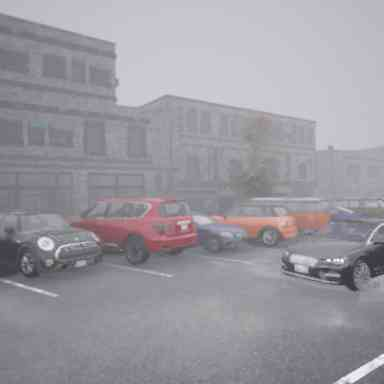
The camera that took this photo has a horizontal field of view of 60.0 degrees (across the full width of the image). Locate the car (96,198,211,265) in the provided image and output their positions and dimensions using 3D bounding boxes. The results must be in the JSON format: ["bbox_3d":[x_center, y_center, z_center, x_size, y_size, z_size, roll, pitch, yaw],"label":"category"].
[{"bbox_3d":[-2.429,1.235,11.894,5.566,2.045,2.435,-1,-1,35],"label":"car"}]

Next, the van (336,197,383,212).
[{"bbox_3d":[9.637,1.279,20.335,4.442,1.987,1.878,-1,-1,34],"label":"van"}]

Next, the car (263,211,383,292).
[{"bbox_3d":[4.493,1.493,9.033,4.902,1.511,2.128,0,0,-35],"label":"car"}]

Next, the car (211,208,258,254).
[{"bbox_3d":[-0.013,1.527,13.584,4.674,1.452,2.002,-1,-1,35],"label":"car"}]

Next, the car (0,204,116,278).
[{"bbox_3d":[-4.813,1.359,10.202,4.553,1.767,2.185,-1,-1,34],"label":"car"}]

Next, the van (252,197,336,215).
[{"bbox_3d":[4.663,1.270,17.052,4.442,1.987,1.878,-1,-1,35],"label":"van"}]

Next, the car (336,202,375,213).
[{"bbox_3d":[7.154,1.499,18.685,5.008,1.535,2.097,-1,-1,35],"label":"car"}]

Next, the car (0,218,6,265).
[{"bbox_3d":[-7.175,1.487,8.465,4.892,1.521,2.231,-1,0,35],"label":"car"}]

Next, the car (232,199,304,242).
[{"bbox_3d":[2.397,1.363,15.266,4.553,1.767,2.185,-1,-1,34],"label":"car"}]
